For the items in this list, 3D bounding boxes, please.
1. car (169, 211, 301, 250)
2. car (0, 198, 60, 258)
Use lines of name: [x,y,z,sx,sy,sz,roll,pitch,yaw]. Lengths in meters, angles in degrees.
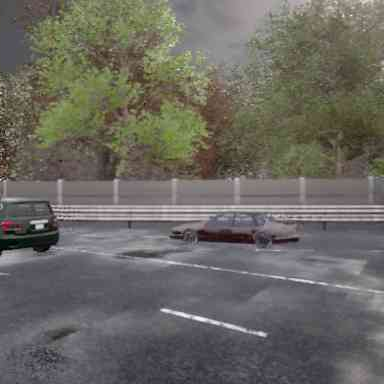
car: [1.779,1.521,14.002,5.357,1.411,2.033,0,0,18]
car: [-7.383,1.233,12.318,5.566,2.045,2.150,0,0,29]
